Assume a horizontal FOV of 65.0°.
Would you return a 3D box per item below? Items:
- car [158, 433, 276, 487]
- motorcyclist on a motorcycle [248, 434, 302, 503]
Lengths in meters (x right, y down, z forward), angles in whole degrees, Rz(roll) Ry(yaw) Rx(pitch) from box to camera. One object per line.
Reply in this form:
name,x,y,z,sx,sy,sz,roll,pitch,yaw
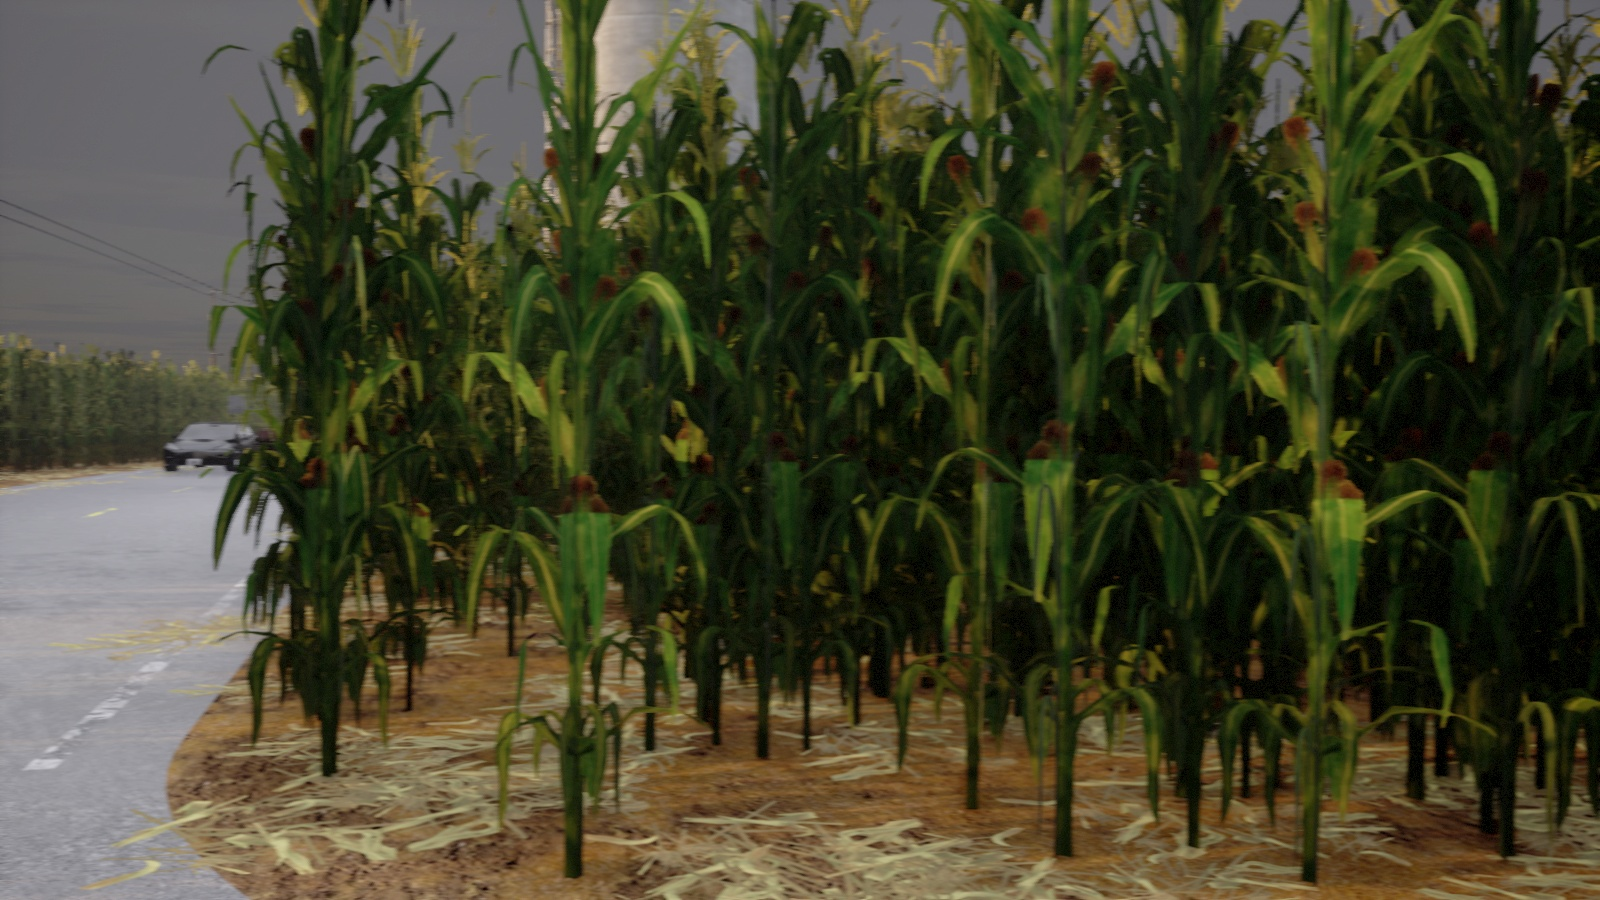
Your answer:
car,-17.603,0.248,38.183,2.163,1.488,4.792,-1,1,-11
motorcyclist on a motorcycle,-12.192,0.398,29.212,0.866,1.530,2.191,-1,1,-15
